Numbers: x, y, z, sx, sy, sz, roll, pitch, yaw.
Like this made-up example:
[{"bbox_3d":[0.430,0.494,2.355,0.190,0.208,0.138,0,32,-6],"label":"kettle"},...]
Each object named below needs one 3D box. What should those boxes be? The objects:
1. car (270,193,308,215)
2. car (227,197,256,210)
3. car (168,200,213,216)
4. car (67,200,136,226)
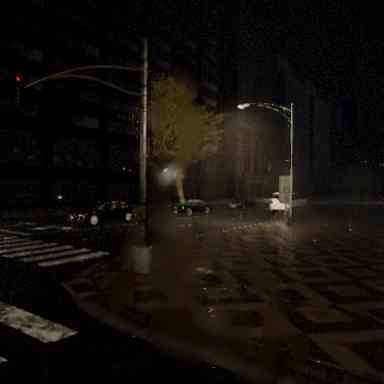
[{"bbox_3d":[9.356,1.078,31.845,2.150,2.045,5.566,1,1,35],"label":"car"},{"bbox_3d":[5.846,1.286,38.461,1.812,1.442,4.674,1,1,35],"label":"car"},{"bbox_3d":[-0.103,1.383,30.096,1.895,1.301,4.718,1,1,35],"label":"car"},{"bbox_3d":[-5.839,1.310,22.019,1.837,1.490,4.892,1,1,35],"label":"car"}]
